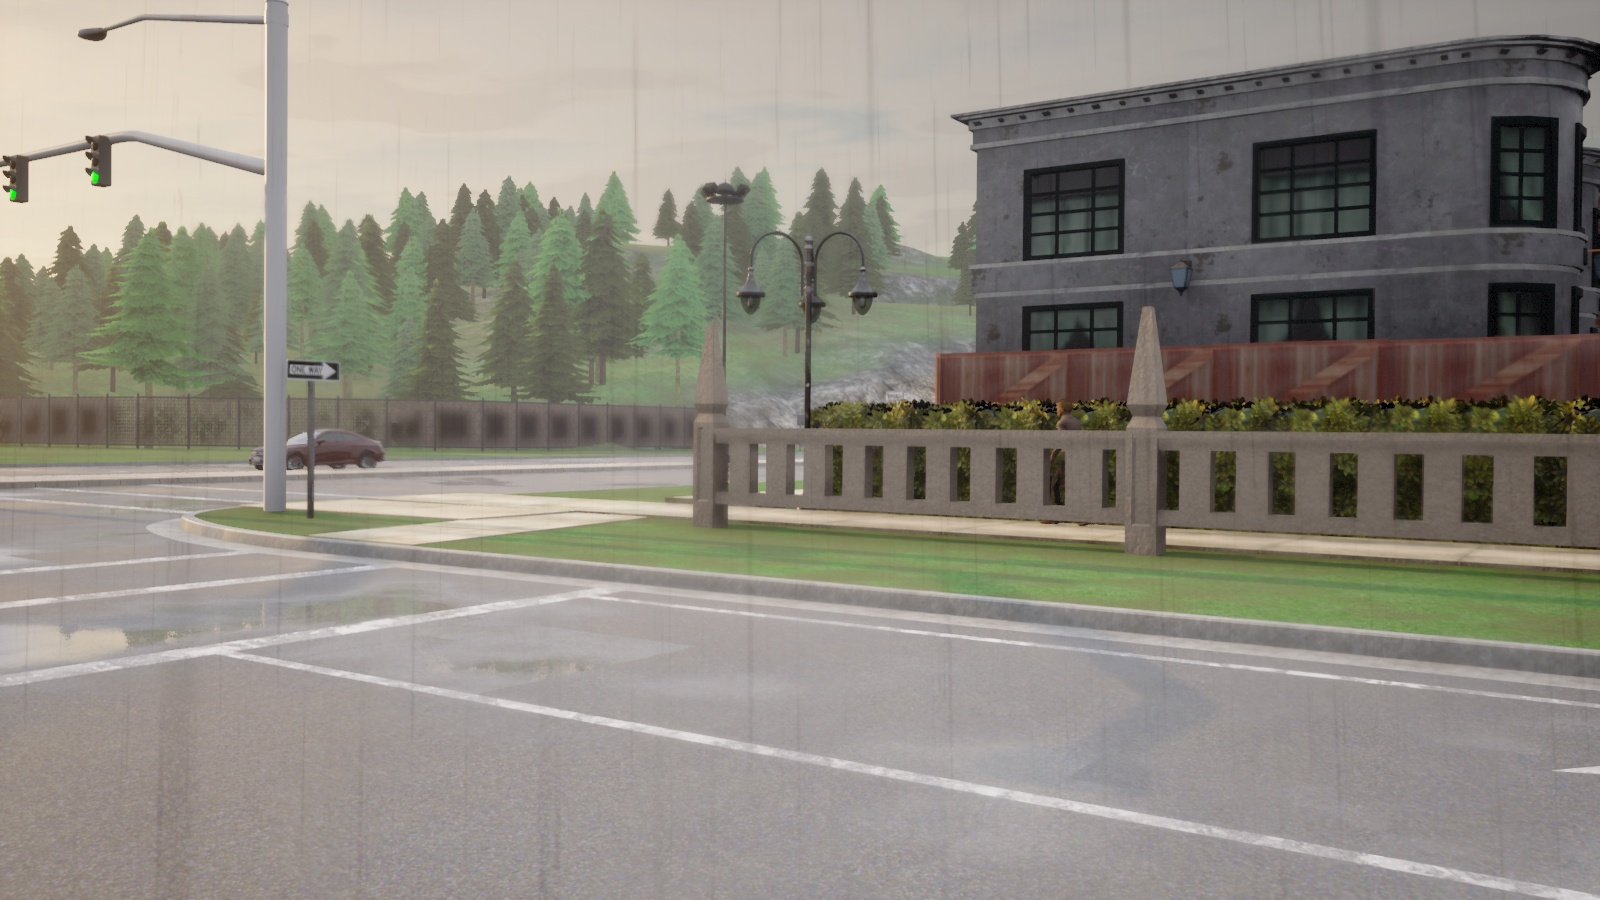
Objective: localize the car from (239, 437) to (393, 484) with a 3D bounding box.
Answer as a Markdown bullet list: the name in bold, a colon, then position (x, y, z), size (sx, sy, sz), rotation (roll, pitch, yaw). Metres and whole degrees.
- **car**: position (-16.338, 0.317, 42.618), size (1.812, 1.442, 4.674), rotation (0, 1, 34)

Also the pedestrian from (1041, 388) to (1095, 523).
- **pedestrian**: position (3.732, 0.067, 17.481), size (0.634, 1.846, 0.331), rotation (0, 1, 37)
